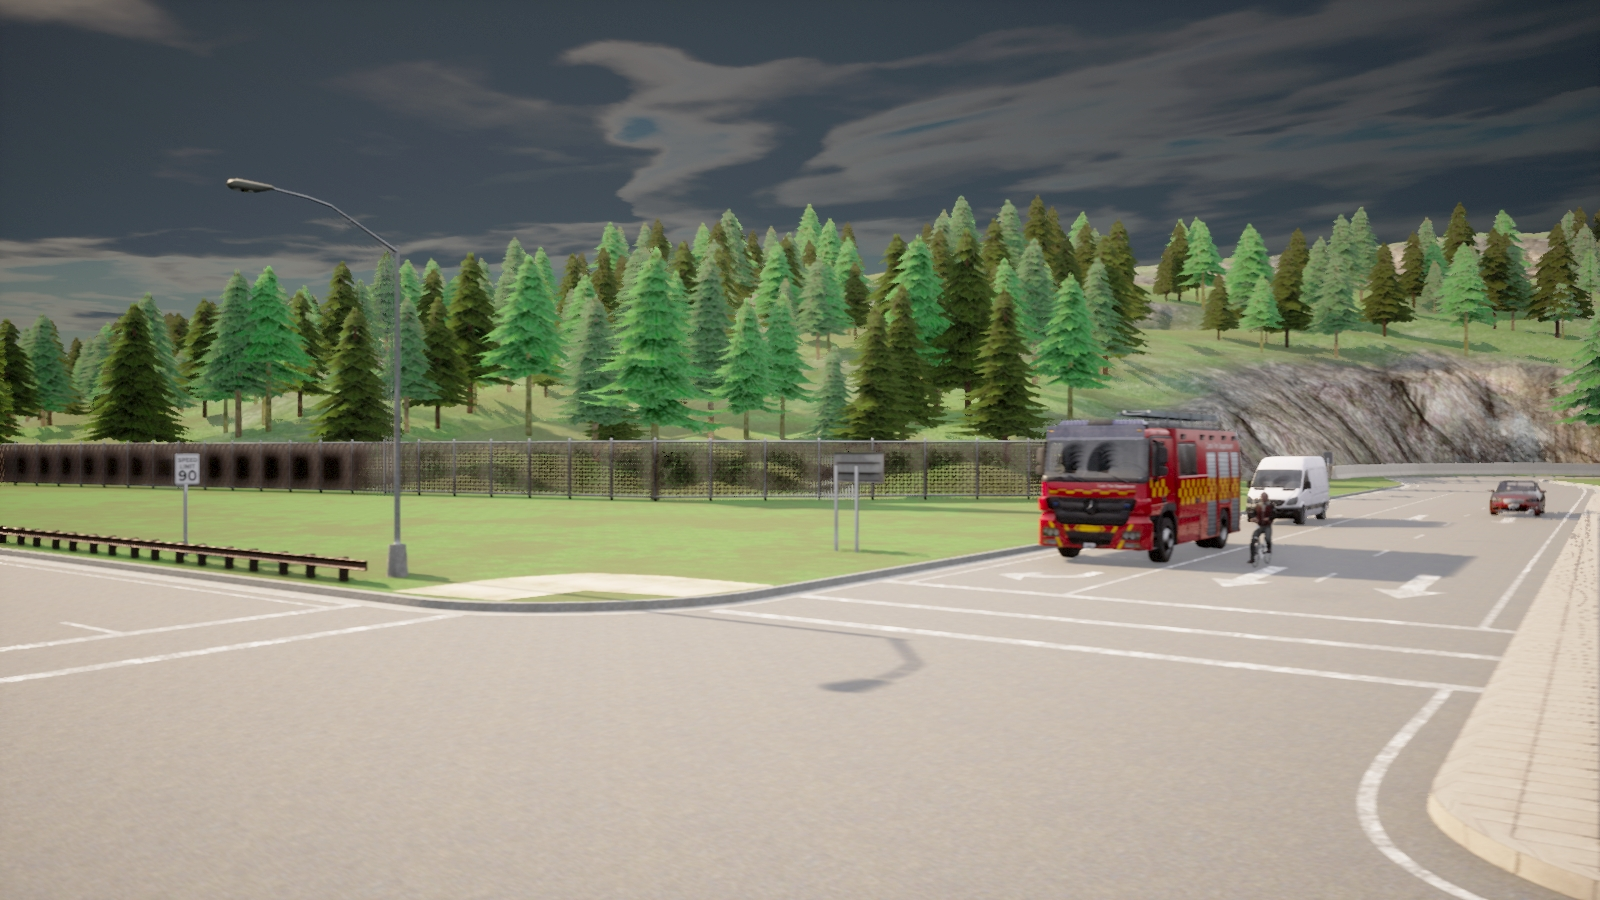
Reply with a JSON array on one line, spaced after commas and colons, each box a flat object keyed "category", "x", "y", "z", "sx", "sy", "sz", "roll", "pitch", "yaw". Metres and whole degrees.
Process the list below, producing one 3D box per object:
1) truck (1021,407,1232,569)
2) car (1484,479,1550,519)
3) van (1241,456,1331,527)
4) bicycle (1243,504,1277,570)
[{"category": "truck", "x": 9.178, "y": 0.893, "z": 31.266, "sx": 2.891, "sy": 3.827, "sz": 8.468, "roll": 0, "pitch": 0, "yaw": 36}, {"category": "car", "x": 30.777, "y": 2.048, "z": 48.980, "sx": 2.128, "sy": 1.511, "sz": 4.902, "roll": 0, "pitch": 0, "yaw": 36}, {"category": "van", "x": 19.048, "y": 1.537, "z": 44.642, "sx": 1.988, "sy": 2.561, "sz": 5.915, "roll": 0, "pitch": 0, "yaw": 36}, {"category": "bicycle", "x": 11.103, "y": 2.062, "z": 27.539, "sx": 0.329, "sy": 1.471, "sz": 1.835, "roll": 0, "pitch": 0, "yaw": 36}]
